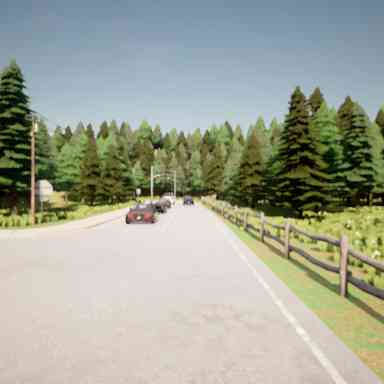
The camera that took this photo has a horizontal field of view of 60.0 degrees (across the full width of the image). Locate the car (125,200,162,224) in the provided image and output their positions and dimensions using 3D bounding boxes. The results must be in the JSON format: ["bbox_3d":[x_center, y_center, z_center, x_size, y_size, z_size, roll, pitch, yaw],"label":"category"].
[{"bbox_3d":[-3.585,1.554,24.279,1.994,1.385,4.181,0,0,0],"label":"car"}]

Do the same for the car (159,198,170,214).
[{"bbox_3d":[-3.631,1.587,34.467,1.895,1.301,4.718,0,0,-1],"label":"car"}]

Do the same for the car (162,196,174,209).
[{"bbox_3d":[-3.850,1.553,44.866,1.994,1.385,4.181,0,0,-2],"label":"car"}]

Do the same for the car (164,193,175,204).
[{"bbox_3d":[-4.196,1.206,60.295,2.150,2.045,5.566,0,0,-1],"label":"car"}]

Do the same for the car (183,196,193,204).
[{"bbox_3d":[-0.856,1.485,66.599,1.837,1.490,4.892,0,0,-2],"label":"car"}]

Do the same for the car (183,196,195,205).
[{"bbox_3d":[-0.583,1.510,56.300,1.812,1.442,4.674,0,0,-2],"label":"car"}]
